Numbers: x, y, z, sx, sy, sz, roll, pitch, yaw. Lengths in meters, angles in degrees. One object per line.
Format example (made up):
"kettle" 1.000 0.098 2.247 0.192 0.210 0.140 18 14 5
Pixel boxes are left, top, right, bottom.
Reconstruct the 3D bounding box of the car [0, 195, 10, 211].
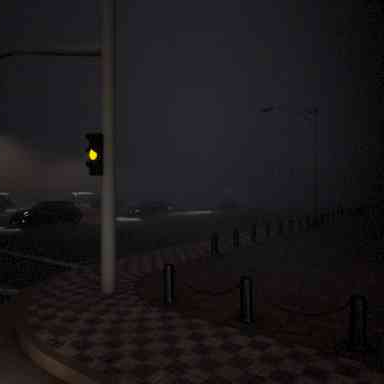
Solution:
"car" -25.682 1.447 44.672 1.970 1.475 3.806 0 0 36

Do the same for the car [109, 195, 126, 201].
"car" -17.729 1.446 79.213 1.970 1.475 3.806 0 0 36

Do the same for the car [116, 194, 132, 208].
"car" -12.091 1.448 53.426 1.970 1.475 3.806 0 0 36

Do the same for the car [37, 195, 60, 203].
"car" -28.057 1.415 65.126 1.784 1.438 3.905 0 0 36

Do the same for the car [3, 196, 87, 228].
"car" -10.009 1.406 23.001 2.097 1.767 4.553 0 0 36

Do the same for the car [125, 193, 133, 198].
"car" -15.403 1.207 77.490 1.905 1.878 3.866 0 0 36

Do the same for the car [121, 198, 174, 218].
"car" -3.984 1.560 31.262 1.837 1.490 4.892 0 0 36

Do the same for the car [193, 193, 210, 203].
"car" 2.733 1.206 64.142 1.932 1.855 4.605 0 0 36

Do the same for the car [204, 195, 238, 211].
"car" 4.148 1.545 42.377 2.128 1.511 4.902 0 0 36

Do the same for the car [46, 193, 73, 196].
"car" -25.761 1.204 63.359 1.932 1.855 4.605 0 0 36

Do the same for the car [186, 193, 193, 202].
"car" 0.432 1.209 65.900 1.905 1.878 3.866 0 0 36
